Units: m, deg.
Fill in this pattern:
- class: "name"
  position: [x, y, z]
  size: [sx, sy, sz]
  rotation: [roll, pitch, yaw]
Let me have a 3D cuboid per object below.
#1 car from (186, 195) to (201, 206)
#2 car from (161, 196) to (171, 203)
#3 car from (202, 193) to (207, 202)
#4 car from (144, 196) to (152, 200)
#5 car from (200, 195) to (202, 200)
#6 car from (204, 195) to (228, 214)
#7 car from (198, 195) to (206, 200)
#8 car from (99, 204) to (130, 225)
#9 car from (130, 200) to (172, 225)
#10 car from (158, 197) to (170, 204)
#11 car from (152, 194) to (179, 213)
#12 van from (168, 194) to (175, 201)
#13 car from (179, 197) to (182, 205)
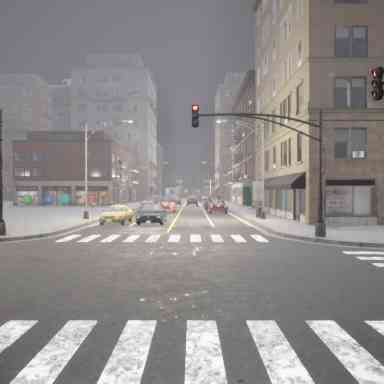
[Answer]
- class: "car"
  position: [0.047, 1.509, 54.009]
  size: [1.837, 1.490, 4.892]
  rotation: [0, 0, 0]
- class: "car"
  position: [-5.328, 1.531, 69.197]
  size: [1.752, 1.417, 4.829]
  rotation: [0, 0, 0]
- class: "car"
  position: [2.672, 1.318, 41.050]
  size: [2.192, 1.841, 5.009]
  rotation: [0, 0, 0]
- class: "car"
  position: [-5.353, 1.553, 41.058]
  size: [2.008, 1.369, 4.403]
  rotation: [0, 0, 0]
- class: "car"
  position: [2.682, 1.529, 52.544]
  size: [1.752, 1.417, 4.829]
  rotation: [0, 0, 0]
- class: "car"
  position: [2.667, 1.442, 35.388]
  size: [1.967, 1.590, 4.097]
  rotation: [0, 0, 0]
- class: "car"
  position: [2.717, 1.577, 92.008]
  size: [1.947, 1.339, 4.313]
  rotation: [0, 0, 0]
- class: "car"
  position: [-5.368, 1.526, 23.902]
  size: [1.752, 1.417, 4.829]
  rotation: [0, 0, 0]
- class: "car"
  position: [-2.828, 1.548, 24.183]
  size: [2.033, 1.411, 5.357]
  rotation: [0, 0, 0]
- class: "car"
  position: [-5.333, 1.587, 63.706]
  size: [1.802, 1.307, 4.206]
  rotation: [0, 0, 0]
- class: "car"
  position: [-2.817, 1.355, 36.227]
  size: [2.097, 1.767, 4.553]
  rotation: [0, 0, 0]
- class: "van"
  position: [-5.313, 1.350, 86.353]
  size: [1.690, 1.788, 3.998]
  rotation: [0, 0, 0]
- class: "car"
  position: [-2.708, 1.552, 57.444]
  size: [2.033, 1.411, 5.357]
  rotation: [0, 0, 0]
